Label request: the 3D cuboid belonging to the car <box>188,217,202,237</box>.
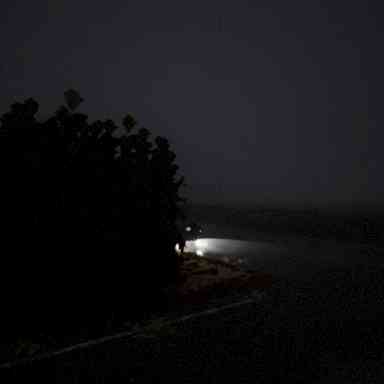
[{"bbox_3d":[-1.313,1.562,17.223,1.994,1.385,4.181,0,0,-35],"label":"car"}]
